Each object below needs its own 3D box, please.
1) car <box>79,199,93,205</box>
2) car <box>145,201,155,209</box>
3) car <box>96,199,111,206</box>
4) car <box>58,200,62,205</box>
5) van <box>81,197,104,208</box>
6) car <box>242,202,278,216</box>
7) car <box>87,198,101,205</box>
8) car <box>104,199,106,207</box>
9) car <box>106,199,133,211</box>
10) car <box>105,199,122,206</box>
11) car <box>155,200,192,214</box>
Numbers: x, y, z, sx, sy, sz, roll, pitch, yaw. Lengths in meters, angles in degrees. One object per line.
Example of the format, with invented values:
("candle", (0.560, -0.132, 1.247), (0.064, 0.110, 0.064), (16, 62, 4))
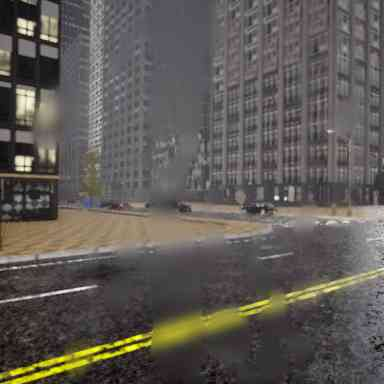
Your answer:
("car", (-26.073, 2.377, 81.756), (1.947, 1.339, 4.313), (0, -1, -36))
("car", (-6.115, 2.052, 54.410), (1.947, 1.339, 4.313), (0, -1, -36))
("car", (-19.421, 2.285, 72.640), (1.802, 1.307, 4.206), (0, -1, -36))
("car", (-29.517, 2.204, 72.260), (1.802, 1.307, 4.206), (0, -1, -36))
("van", (-16.216, 1.747, 54.036), (1.690, 1.788, 3.998), (0, -1, -36))
("car", (7.293, 1.818, 36.257), (2.008, 1.369, 4.403), (0, -1, -36))
("car", (-22.747, 2.197, 77.200), (1.967, 1.590, 4.097), (0, -1, -36))
("car", (-15.633, 2.023, 57.804), (2.033, 1.411, 5.357), (1, -1, -36))
("car", (-9.564, 1.736, 44.922), (1.967, 1.590, 4.097), (0, -1, -36))
("car", (-16.094, 2.215, 68.083), (1.947, 1.339, 4.313), (0, -1, -36))
("car", (-1.936, 1.724, 38.883), (1.882, 1.535, 5.008), (1, -1, -36))
